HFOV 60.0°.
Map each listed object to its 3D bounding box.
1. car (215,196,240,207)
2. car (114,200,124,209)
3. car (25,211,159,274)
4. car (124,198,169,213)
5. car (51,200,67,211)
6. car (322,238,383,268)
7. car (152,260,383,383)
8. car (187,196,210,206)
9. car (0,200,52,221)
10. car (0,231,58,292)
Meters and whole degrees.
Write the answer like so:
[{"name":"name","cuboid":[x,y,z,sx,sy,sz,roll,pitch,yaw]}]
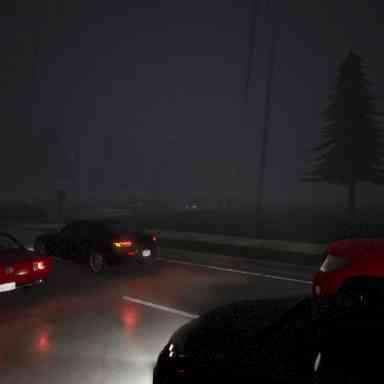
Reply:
[{"name":"car","cuboid":[5.277,1.353,49.881,2.097,1.767,4.553,0,0,37]},{"name":"car","cuboid":[-7.984,1.478,43.776,1.882,1.535,5.008,0,0,37]},{"name":"car","cuboid":[-3.115,1.526,10.545,4.674,1.442,1.812,0,0,36]},{"name":"car","cuboid":[-4.671,1.478,36.496,1.882,1.535,5.008,0,0,37]},{"name":"car","cuboid":[-15.133,1.526,34.142,1.812,1.442,4.674,0,0,37]},{"name":"car","cuboid":[4.755,1.221,4.873,5.566,2.045,2.150,0,0,36]},{"name":"car","cuboid":[1.662,1.564,2.795,4.181,1.385,1.994,0,0,36]},{"name":"car","cuboid":[1.130,1.499,56.033,1.837,1.490,4.892,0,2,37]},{"name":"car","cuboid":[-13.488,1.548,24.413,2.033,1.411,5.357,0,0,35]},{"name":"car","cuboid":[-5.450,1.601,7.916,4.718,1.301,1.895,0,0,36]}]
